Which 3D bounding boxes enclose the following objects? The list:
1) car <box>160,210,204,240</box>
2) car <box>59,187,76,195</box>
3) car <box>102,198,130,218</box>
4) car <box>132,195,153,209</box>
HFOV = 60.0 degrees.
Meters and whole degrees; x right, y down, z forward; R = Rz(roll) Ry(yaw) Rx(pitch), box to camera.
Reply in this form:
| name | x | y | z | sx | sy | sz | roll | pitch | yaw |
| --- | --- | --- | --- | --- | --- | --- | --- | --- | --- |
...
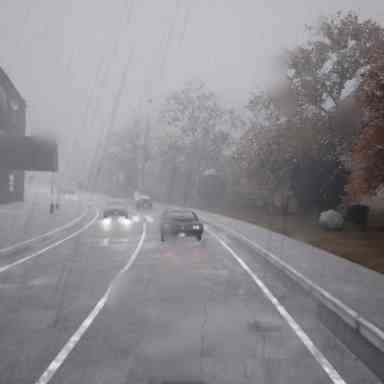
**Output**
| name | x | y | z | sx | sy | sz | roll | pitch | yaw |
| --- | --- | --- | --- | --- | --- | --- | --- | --- | --- |
| car | -0.645 | 1.528 | 16.436 | 1.895 | 1.301 | 4.718 | 0 | 0 | -6 |
| car | -24.288 | -0.208 | 64.651 | 1.895 | 1.301 | 4.718 | 2 | 2 | -39 |
| car | -6.219 | 1.279 | 27.215 | 1.837 | 1.490 | 4.892 | 1 | 1 | -13 |
| car | -5.886 | 1.116 | 39.048 | 1.837 | 1.490 | 4.892 | 1 | 1 | -19 |
